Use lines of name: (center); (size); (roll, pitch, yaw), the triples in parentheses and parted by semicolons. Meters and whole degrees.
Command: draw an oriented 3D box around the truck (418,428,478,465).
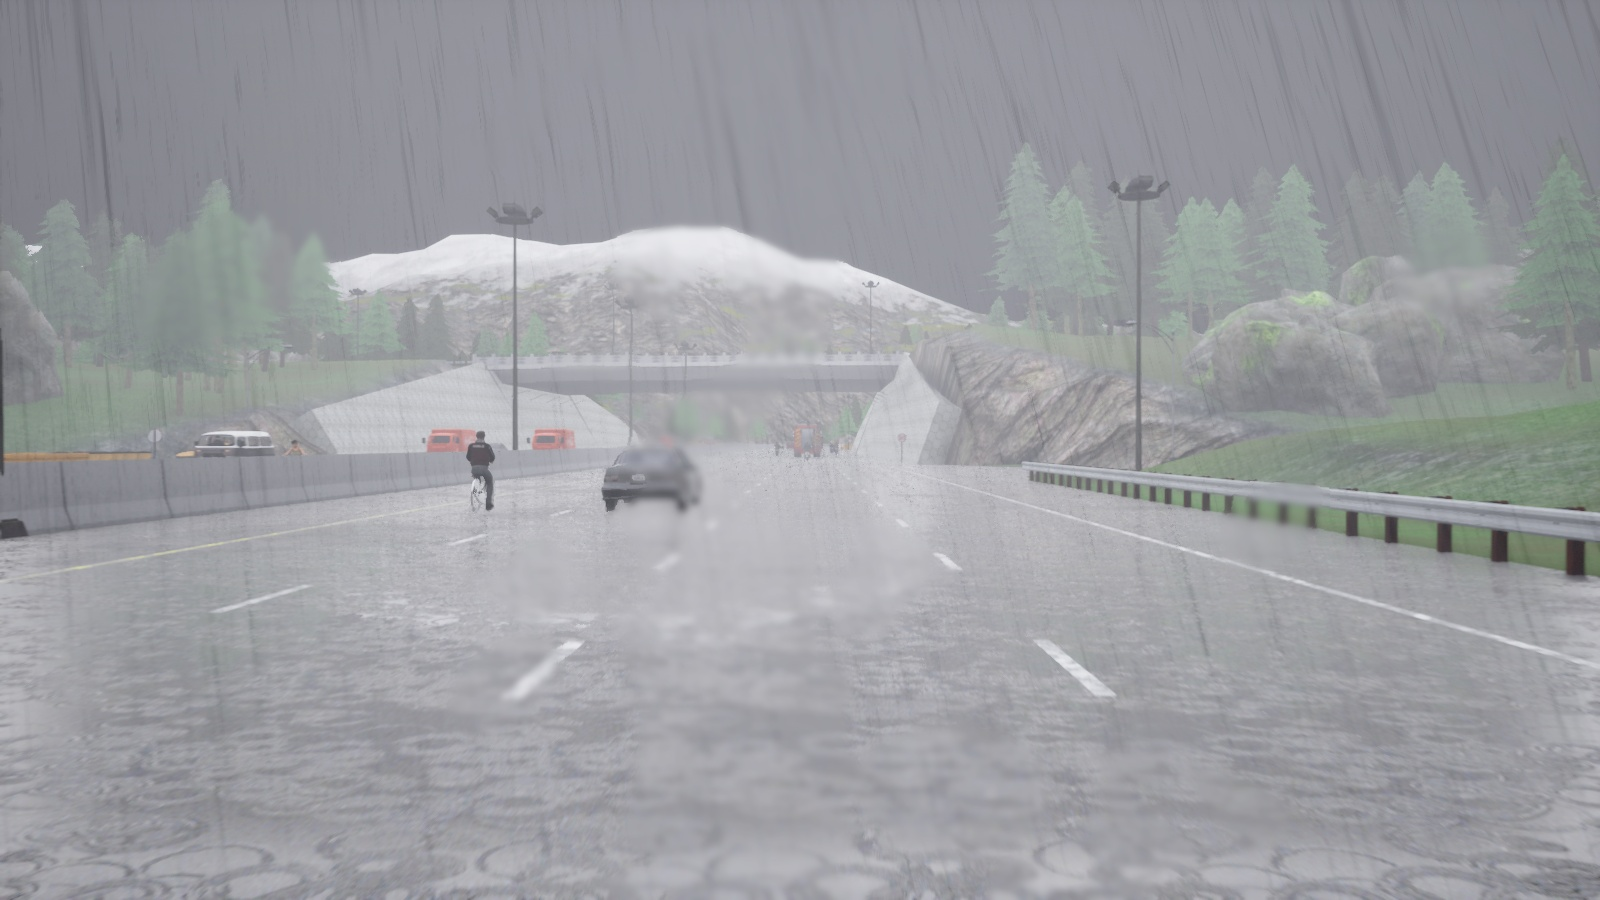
truck: (-23.996, -0.244, 85.890); (2.627, 2.467, 5.204); (0, 0, 0)

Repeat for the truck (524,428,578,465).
truck: (-16.996, -0.238, 85.857); (2.627, 2.467, 5.204); (0, 0, 0)

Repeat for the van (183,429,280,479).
van: (-24.180, 0.150, 53.603); (2.069, 2.038, 4.480); (0, 0, 0)

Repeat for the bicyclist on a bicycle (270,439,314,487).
bicyclist on a bicycle: (-17.238, 0.429, 42.618); (0.866, 1.612, 1.509); (0, 0, 1)

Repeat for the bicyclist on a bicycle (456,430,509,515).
bicyclist on a bicycle: (-6.831, 0.459, 27.094); (0.659, 1.776, 1.843); (0, 1, 0)

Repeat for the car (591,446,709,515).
car: (-3.321, 0.629, 28.781); (2.033, 1.411, 5.357); (0, 0, 0)

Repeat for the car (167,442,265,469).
car: (-33.385, 0.292, 71.961); (1.882, 1.535, 5.008); (0, 0, 26)
